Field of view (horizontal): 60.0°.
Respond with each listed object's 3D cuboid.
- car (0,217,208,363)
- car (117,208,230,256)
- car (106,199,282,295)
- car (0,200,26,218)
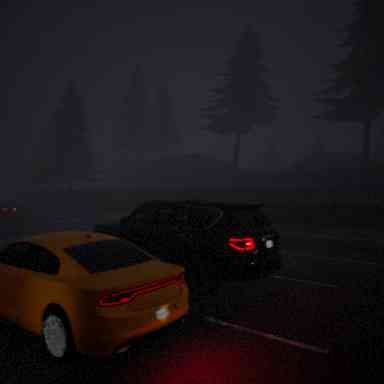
[{"bbox_3d":[-2.348,1.456,5.949,5.008,1.535,1.882,0,0,38],"label":"car"},{"bbox_3d":[-0.913,1.497,13.790,4.674,1.442,1.812,0,0,39],"label":"car"},{"bbox_3d":[-0.426,1.204,8.857,5.566,2.045,2.150,0,0,38],"label":"car"},{"bbox_3d":[-15.684,1.415,28.189,2.033,1.411,5.357,0,0,-41],"label":"car"}]
